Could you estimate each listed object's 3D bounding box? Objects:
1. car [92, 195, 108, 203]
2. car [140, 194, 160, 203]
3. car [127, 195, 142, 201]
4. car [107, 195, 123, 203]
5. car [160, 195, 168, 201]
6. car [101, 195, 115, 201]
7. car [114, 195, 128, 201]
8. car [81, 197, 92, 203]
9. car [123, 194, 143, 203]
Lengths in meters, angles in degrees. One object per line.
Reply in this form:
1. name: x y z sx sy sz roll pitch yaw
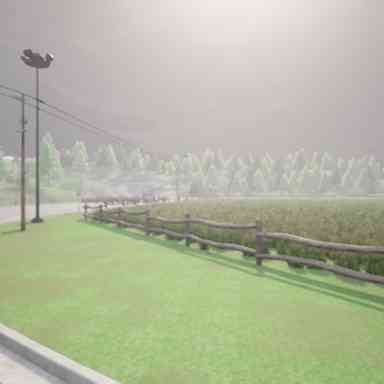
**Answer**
1. car: -19.300 1.518 72.993 2.097 1.767 4.553 0 0 10
2. car: -8.950 1.658 71.218 1.812 1.442 4.674 0 0 10
3. car: -14.104 1.556 82.160 2.033 1.411 5.357 0 0 10
4. car: -15.939 1.651 71.903 1.837 1.490 4.892 0 0 10
5. car: -7.214 1.520 80.928 1.812 1.442 4.674 0 0 10
6. car: -20.995 1.560 83.393 1.812 1.442 4.674 0 0 10
7. car: -17.550 1.578 82.777 1.994 1.385 4.181 0 0 10
8. car: -22.756 1.735 73.546 1.994 1.385 4.181 0 0 10
9. car: -12.493 1.619 71.287 1.882 1.535 5.008 0 0 10
